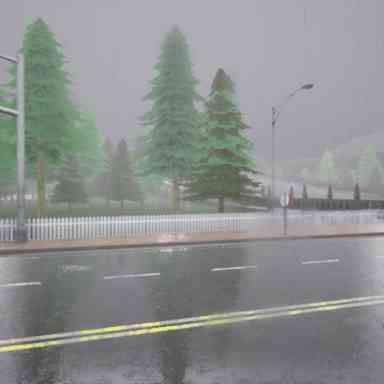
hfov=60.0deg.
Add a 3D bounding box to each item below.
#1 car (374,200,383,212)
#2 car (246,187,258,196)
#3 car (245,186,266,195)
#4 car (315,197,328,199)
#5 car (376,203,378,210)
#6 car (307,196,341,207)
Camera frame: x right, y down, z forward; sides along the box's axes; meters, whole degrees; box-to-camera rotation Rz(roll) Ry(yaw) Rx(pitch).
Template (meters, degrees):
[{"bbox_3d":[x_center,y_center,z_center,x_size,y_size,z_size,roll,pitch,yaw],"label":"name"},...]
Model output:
[{"bbox_3d":[22.657,1.566,36.385,1.895,1.301,4.718,0,0,-19],"label":"car"},{"bbox_3d":[10.281,-0.152,61.715,2.097,1.767,4.553,0,6,-18],"label":"car"},{"bbox_3d":[12.560,-0.294,65.968,1.895,1.301,4.718,0,7,-18],"label":"car"},{"bbox_3d":[16.249,1.438,44.178,1.895,1.301,4.718,0,2,-19],"label":"car"},{"bbox_3d":[20.231,1.478,32.704,1.837,1.490,4.892,0,0,-18],"label":"car"},{"bbox_3d":[18.794,1.345,47.545,1.895,1.301,4.718,0,2,-19],"label":"car"}]
